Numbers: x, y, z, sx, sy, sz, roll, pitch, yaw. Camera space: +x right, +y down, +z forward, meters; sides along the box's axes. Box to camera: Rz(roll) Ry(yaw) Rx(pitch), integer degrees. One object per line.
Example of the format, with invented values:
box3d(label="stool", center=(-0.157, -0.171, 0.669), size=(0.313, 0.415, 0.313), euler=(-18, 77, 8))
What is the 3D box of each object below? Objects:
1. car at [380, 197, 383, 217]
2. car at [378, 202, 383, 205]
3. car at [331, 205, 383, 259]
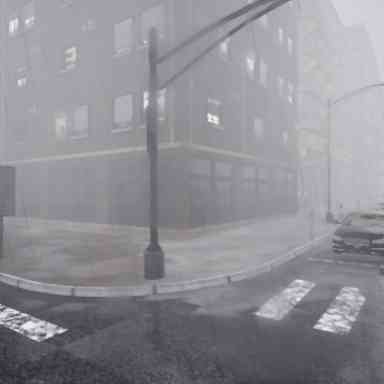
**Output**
box3d(label="car", center=(15.685, 1.111, 25.385), size=(1.887, 1.381, 4.507), euler=(1, 1, 35))
box3d(label="car", center=(9.227, 1.248, 16.106), size=(1.752, 1.417, 4.829), euler=(1, 1, 35))
box3d(label="car", center=(6.143, 1.348, 11.676), size=(2.008, 1.369, 4.403), euler=(1, 1, 35))
